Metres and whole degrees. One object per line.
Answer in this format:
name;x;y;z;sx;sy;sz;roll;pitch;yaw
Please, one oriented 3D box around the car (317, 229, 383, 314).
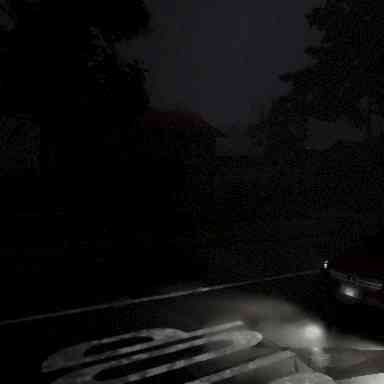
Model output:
car;4.580;1.356;6.550;4.674;1.442;1.812;0;3;-30
